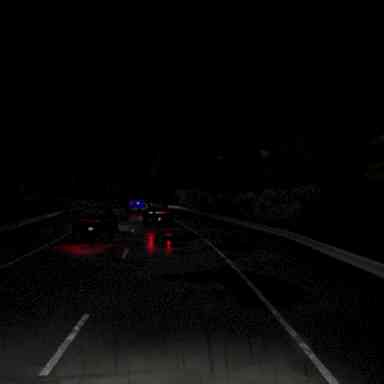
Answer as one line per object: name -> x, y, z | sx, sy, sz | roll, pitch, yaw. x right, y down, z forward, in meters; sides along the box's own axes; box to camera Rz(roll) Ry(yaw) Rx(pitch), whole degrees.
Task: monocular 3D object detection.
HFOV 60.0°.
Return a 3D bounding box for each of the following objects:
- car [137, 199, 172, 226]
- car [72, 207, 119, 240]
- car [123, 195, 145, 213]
car -> -2.564, 1.542, 23.857 | 2.128, 1.511, 4.902 | 0, 0, -11
car -> -4.955, 1.522, 17.488 | 1.882, 1.535, 5.008 | 0, 0, -8
car -> -6.815, 1.312, 39.361 | 2.150, 2.045, 5.566 | 0, 0, -18
